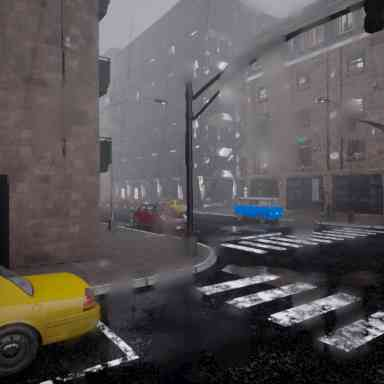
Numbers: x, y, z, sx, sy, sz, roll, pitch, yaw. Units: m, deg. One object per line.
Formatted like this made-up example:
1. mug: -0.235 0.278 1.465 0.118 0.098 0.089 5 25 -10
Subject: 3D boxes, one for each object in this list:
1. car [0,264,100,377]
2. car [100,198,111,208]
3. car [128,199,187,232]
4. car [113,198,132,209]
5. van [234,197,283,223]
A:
1. car: -3.624 1.526 3.980 4.829 1.417 1.752 0 0 -36
2. car: -11.755 1.463 47.795 1.887 1.381 4.507 -1 0 -36
3. car: -1.917 1.441 19.979 1.967 1.590 4.097 0 0 -36
4. car: -8.429 1.463 43.213 1.887 1.381 4.507 -1 0 -36
5. van: 4.875 1.280 24.887 1.690 1.788 3.998 0 0 -36
